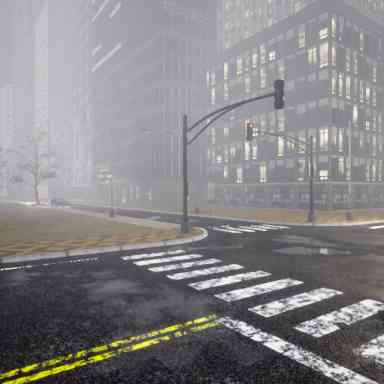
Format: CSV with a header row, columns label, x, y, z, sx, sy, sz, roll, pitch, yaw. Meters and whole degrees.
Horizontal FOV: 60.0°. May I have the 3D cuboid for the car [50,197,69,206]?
label,x,y,z,sx,sy,sz,roll,pitch,yaw
car,-21.668,1.553,54.255,2.033,1.411,5.357,0,0,-35
